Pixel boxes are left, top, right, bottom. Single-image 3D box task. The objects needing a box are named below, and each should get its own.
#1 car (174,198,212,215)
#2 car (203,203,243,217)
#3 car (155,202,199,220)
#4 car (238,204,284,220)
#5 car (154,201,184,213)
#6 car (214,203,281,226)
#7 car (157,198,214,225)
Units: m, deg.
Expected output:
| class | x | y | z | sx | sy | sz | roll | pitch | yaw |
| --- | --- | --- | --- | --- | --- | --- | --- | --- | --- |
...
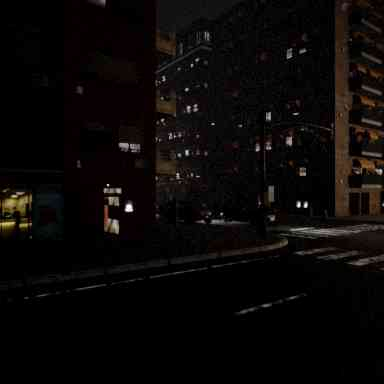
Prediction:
| class | x | y | z | sx | sy | sz | roll | pitch | yaw |
| --- | --- | --- | --- | --- | --- | --- | --- | --- | --- |
| car | 0.034 | 1.718 | 41.145 | 2.192 | 1.841 | 5.009 | -1 | 0 | -36 |
| car | 3.334 | 1.899 | 36.656 | 1.947 | 1.339 | 4.313 | -1 | 0 | -36 |
| car | -1.597 | 1.834 | 33.385 | 2.128 | 1.511 | 4.902 | 0 | -1 | -36 |
| car | 6.629 | 1.844 | 32.168 | 1.802 | 1.307 | 4.206 | -1 | 0 | -36 |
| car | -3.257 | 2.025 | 45.632 | 2.008 | 1.369 | 4.403 | -1 | 0 | -36 |
| car | 4.264 | 1.710 | 25.437 | 2.128 | 1.511 | 4.902 | 0 | -1 | -36 |
| car | -0.367 | 1.586 | 27.078 | 2.192 | 1.841 | 5.009 | -1 | 0 | -36 |
